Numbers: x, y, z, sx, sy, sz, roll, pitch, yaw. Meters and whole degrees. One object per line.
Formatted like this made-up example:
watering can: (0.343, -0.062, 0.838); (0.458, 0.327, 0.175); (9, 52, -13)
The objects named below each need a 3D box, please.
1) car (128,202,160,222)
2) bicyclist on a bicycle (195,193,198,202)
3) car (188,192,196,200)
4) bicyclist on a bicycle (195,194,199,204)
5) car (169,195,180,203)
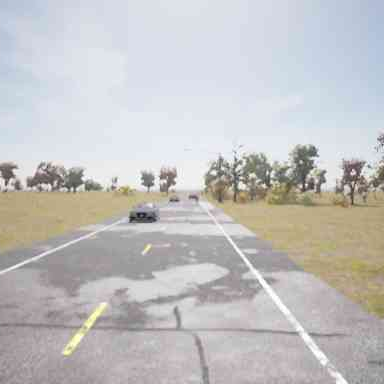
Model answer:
car: (-3.593, 1.494, 25.638); (1.994, 1.385, 4.181); (0, 0, 0)
bicyclist on a bicycle: (0.971, 1.194, 67.850); (0.659, 1.776, 1.843); (0, 0, 0)
car: (0.011, 1.170, 84.213); (1.837, 1.490, 4.892); (0, 0, 0)
bicyclist on a bicycle: (0.966, 1.282, 59.254); (0.866, 1.612, 1.509); (0, 0, 0)
car: (-3.499, 1.305, 66.230); (1.882, 1.535, 5.008); (0, 0, 0)
